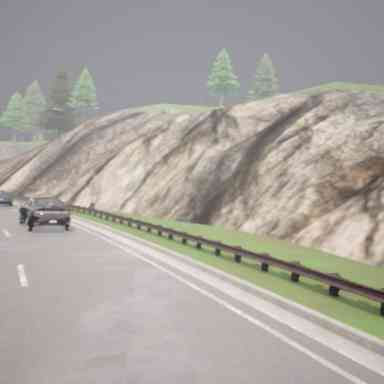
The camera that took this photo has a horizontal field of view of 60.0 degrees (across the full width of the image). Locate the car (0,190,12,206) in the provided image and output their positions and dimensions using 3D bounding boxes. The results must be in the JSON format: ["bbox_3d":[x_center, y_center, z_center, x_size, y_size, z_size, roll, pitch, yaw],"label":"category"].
[{"bbox_3d":[-17.609,0.509,29.990,1.994,1.385,4.181,3,0,-41],"label":"car"}]

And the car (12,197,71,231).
[{"bbox_3d":[-7.485,1.026,16.762,2.128,1.511,4.902,3,0,-34],"label":"car"}]
